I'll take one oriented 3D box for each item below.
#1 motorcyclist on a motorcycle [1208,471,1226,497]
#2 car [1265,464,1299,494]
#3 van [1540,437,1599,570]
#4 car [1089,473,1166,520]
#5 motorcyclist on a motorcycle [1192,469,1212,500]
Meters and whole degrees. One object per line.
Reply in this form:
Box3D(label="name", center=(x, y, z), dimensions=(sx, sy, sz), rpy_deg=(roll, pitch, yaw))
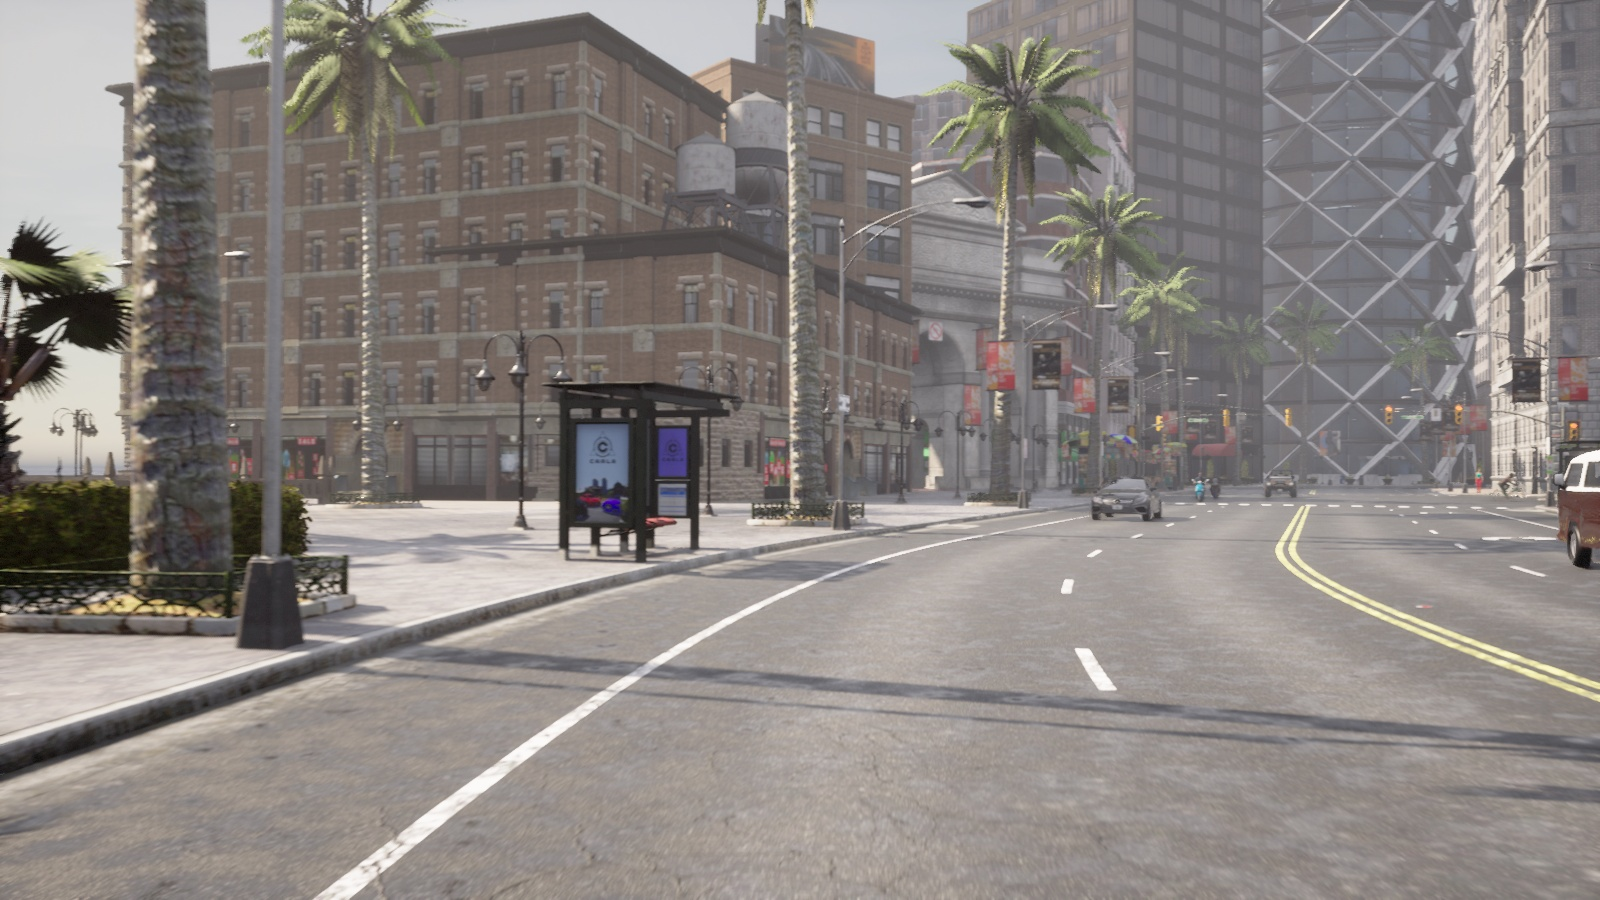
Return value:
Box3D(label="motorcyclist on a motorcycle", center=(25.332, 2.044, 76.269), dimensions=(0.866, 1.530, 2.191), rpy_deg=(-1, -1, 23))
Box3D(label="car", center=(31.347, 1.875, 81.604), dimensions=(1.905, 1.878, 3.866), rpy_deg=(-1, -1, 23))
Box3D(label="van", center=(13.569, 0.828, 19.940), dimensions=(2.069, 2.038, 4.480), rpy_deg=(-1, -1, 16))
Box3D(label="car", center=(10.953, 1.505, 41.794), dimensions=(1.812, 1.442, 4.674), rpy_deg=(-1, -1, 23))
Box3D(label="motorcyclist on a motorcycle", center=(21.352, 1.816, 66.730), dimensions=(0.866, 1.590, 1.817), rpy_deg=(-1, -1, 23))
